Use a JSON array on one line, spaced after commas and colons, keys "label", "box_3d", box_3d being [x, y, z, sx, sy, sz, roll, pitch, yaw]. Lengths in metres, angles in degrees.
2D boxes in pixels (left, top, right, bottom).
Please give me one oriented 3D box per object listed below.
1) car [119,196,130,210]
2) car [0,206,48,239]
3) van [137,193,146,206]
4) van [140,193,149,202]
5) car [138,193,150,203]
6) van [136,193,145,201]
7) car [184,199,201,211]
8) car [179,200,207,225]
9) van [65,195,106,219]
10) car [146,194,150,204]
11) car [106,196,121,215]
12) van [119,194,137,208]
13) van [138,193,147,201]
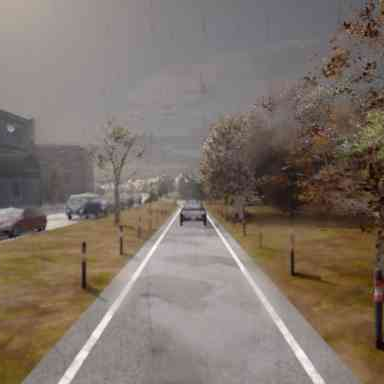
[{"label": "car", "box_3d": [-9.119, 1.512, 39.262, 2.163, 1.488, 4.792, 0, -1, -2]}, {"label": "car", "box_3d": [-9.071, 1.468, 17.095, 2.002, 1.452, 4.674, 0, 0, 0]}, {"label": "van", "box_3d": [-9.311, 1.309, 55.726, 1.878, 1.987, 4.442, 0, -1, -2]}, {"label": "van", "box_3d": [-11.183, 1.363, 77.955, 1.878, 1.987, 4.442, 1, -1, -10]}, {"label": "car", "box_3d": [-10.466, 1.327, 72.499, 2.435, 2.045, 5.566, 1, -1, -9]}, {"label": "van", "box_3d": [-14.595, 1.441, 94.363, 1.878, 1.987, 4.442, 1, -2, -16]}, {"label": "car", "box_3d": [0.058, 1.630, 41.652, 1.994, 1.385, 4.181, 0, 0, 0]}, {"label": "car", "box_3d": [0.076, 1.500, 24.029, 2.128, 1.511, 4.902, 0, 0, 0]}, {"label": "van", "box_3d": [-9.101, 1.240, 28.067, 1.878, 1.987, 4.442, 0, 0, 2]}, {"label": "car", "box_3d": [-9.936, 1.606, 66.961, 2.002, 1.452, 4.674, 1, -1, -5]}, {"label": "car", "box_3d": [-9.108, 1.463, 33.751, 2.231, 1.521, 4.892, 0, -1, -2]}, {"label": "van", "box_3d": [-9.136, 1.278, 45.775, 1.878, 1.987, 4.442, 0, -1, -3]}, {"label": "van", "box_3d": [-13.242, 1.404, 88.950, 1.878, 1.987, 4.442, 1, -2, -15]}]
